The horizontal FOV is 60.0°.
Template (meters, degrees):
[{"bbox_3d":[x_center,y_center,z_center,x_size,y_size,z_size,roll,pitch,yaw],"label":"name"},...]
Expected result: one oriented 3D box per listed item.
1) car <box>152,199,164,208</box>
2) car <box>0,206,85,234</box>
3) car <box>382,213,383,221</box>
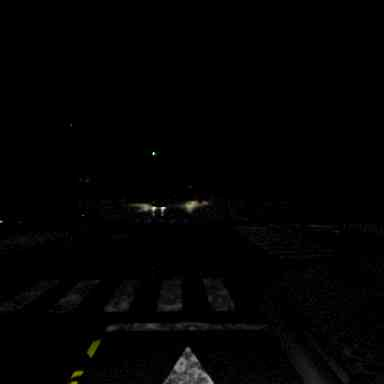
[{"bbox_3d":[-5.601,1.867,55.657,1.812,1.442,4.674,0,1,-3],"label":"car"},{"bbox_3d":[-8.934,1.627,19.848,4.902,1.511,2.128,0,1,-26],"label":"car"},{"bbox_3d":[15.895,1.547,23.233,4.902,1.511,2.128,0,-1,-2],"label":"car"}]
